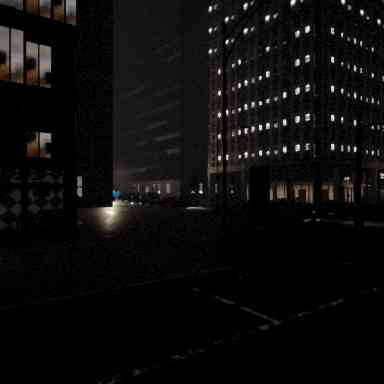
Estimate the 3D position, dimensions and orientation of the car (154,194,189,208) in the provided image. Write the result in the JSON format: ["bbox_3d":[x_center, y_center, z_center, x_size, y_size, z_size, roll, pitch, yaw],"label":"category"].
[{"bbox_3d":[-2.509,1.211,40.500,1.802,1.307,4.206,1,0,-33],"label":"car"}]

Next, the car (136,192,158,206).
[{"bbox_3d":[-5.459,1.094,44.996,1.752,1.417,4.829,1,0,-33],"label":"car"}]

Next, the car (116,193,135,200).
[{"bbox_3d":[-13.144,0.876,65.716,1.994,1.385,4.181,0,1,-36],"label":"car"}]

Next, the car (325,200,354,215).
[{"bbox_3d":[13.007,1.377,31.239,1.802,1.307,4.206,1,0,-32],"label":"car"}]

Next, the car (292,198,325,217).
[{"bbox_3d":[8.292,1.297,28.267,2.128,1.511,4.902,0,1,-32],"label":"car"}]

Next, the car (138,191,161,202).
[{"bbox_3d":[-7.324,0.779,57.543,2.097,1.767,4.553,0,1,-35],"label":"car"}]

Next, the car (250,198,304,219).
[{"bbox_3d":[6.389,1.399,26.546,1.802,1.307,4.206,1,0,-32],"label":"car"}]

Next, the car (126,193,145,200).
[{"bbox_3d":[-11.540,0.864,67.781,1.947,1.339,4.313,1,0,-36],"label":"car"}]

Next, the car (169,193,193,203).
[{"bbox_3d":[-1.892,0.926,54.336,1.967,1.590,4.097,1,0,-35],"label":"car"}]

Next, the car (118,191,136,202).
[{"bbox_3d":[-10.406,0.810,57.045,2.097,1.767,4.553,0,1,-35],"label":"car"}]

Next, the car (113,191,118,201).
[{"bbox_3d":[-15.008,0.919,58.874,1.887,1.381,4.507,1,0,-35],"label":"car"}]

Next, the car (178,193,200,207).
[{"bbox_3d":[-0.816,1.179,42.616,1.994,1.385,4.181,0,1,-33],"label":"car"}]
